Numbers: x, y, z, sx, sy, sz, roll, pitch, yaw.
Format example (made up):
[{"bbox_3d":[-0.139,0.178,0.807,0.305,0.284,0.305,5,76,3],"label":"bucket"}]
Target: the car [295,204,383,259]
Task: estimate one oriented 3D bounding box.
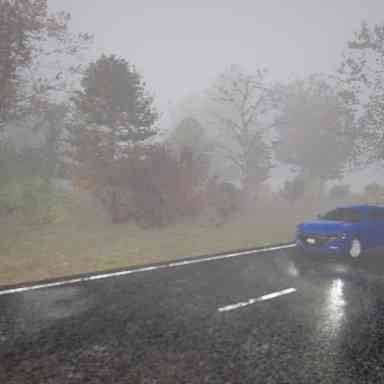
[{"bbox_3d":[5.691,1.197,11.649,5.008,1.535,1.882,-1,2,-35],"label":"car"}]
